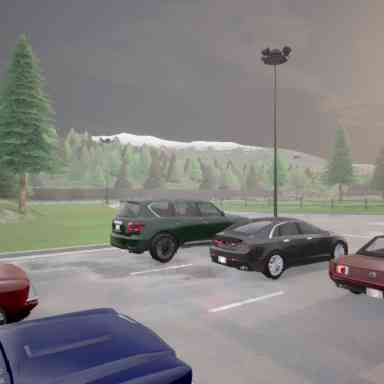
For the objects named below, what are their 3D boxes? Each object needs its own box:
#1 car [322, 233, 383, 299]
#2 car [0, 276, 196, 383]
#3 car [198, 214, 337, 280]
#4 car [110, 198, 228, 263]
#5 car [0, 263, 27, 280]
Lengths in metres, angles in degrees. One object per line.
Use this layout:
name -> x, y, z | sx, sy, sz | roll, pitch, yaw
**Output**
car -> 5.231, 1.601, 7.483 | 4.718, 1.301, 1.895 | 0, 0, -35
car -> -2.246, 1.601, 2.145 | 4.718, 1.301, 1.895 | 0, 0, -35
car -> 2.765, 1.505, 10.029 | 4.892, 1.490, 1.837 | 0, 0, -35
car -> -0.192, 1.221, 12.229 | 5.566, 2.045, 2.150 | 0, 0, -35
car -> -4.788, 1.601, 4.633 | 4.718, 1.301, 1.895 | 0, 0, -35
